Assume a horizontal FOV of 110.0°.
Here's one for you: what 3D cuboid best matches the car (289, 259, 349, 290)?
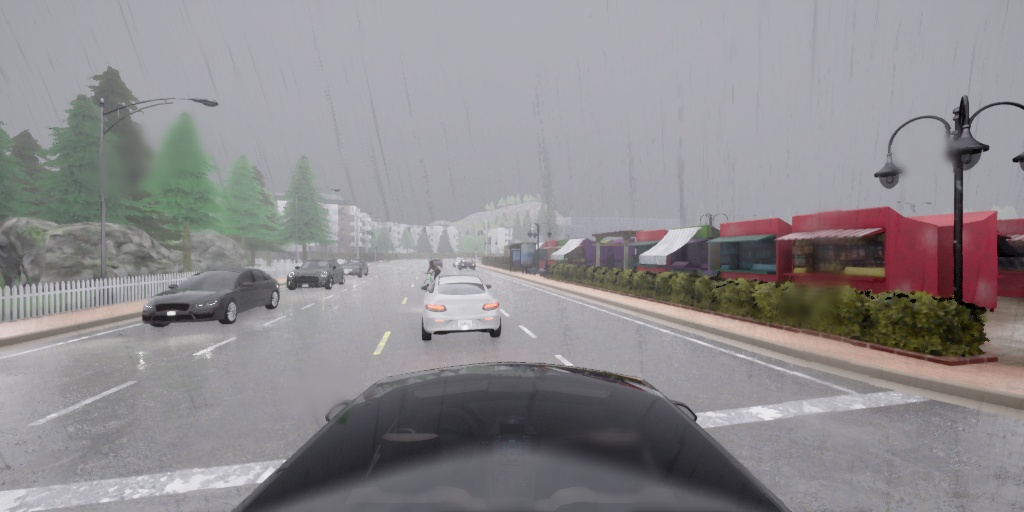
[{"bbox_3d":[-11.374,0.965,21.059,2.097,1.767,4.553,0,0,-13],"label":"car"}]

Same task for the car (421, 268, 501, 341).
[{"bbox_3d":[-1.468,1.225,9.737,1.812,1.442,4.674,0,0,-12],"label":"car"}]

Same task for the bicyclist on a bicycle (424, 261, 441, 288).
[{"bbox_3d":[-4.293,1.078,19.589,0.582,1.620,1.656,0,1,25],"label":"bicyclist on a bicycle"}]

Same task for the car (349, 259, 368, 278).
[{"bbox_3d":[-13.564,1.032,30.683,2.128,1.511,4.902,0,0,-13],"label":"car"}]

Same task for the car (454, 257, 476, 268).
[{"bbox_3d":[-5.587,1.046,43.729,1.895,1.301,4.718,0,0,-13],"label":"car"}]

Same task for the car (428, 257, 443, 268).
[{"bbox_3d":[-10.814,0.897,50.793,1.837,1.490,4.892,0,0,-13],"label":"car"}]

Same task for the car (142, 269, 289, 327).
[{"bbox_3d":[-9.179,1.190,11.457,1.837,1.490,4.892,0,0,-13],"label":"car"}]
